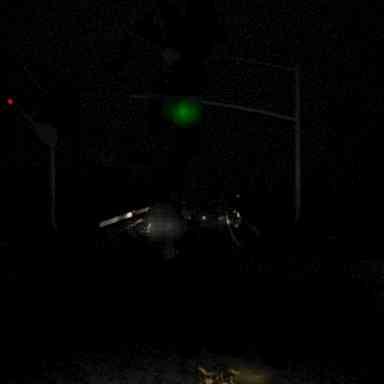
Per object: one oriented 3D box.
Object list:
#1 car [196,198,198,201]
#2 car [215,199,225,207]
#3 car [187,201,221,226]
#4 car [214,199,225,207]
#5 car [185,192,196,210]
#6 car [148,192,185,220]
[{"bbox_3d":[0.051,1.591,49.979,2.033,1.411,5.357,0,-2,8],"label":"car"},{"bbox_3d":[5.535,2.236,65.886,1.882,1.535,5.008,0,-2,5],"label":"car"},{"bbox_3d":[0.971,1.675,24.895,1.994,1.385,4.181,0,2,4],"label":"car"},{"bbox_3d":[4.382,1.851,55.788,1.812,1.442,4.674,0,-3,7],"label":"car"},{"bbox_3d":[-1.229,1.044,39.440,2.150,2.045,5.566,0,0,6],"label":"car"},{"bbox_3d":[-2.267,1.197,29.003,2.150,2.045,5.566,0,2,6],"label":"car"}]
